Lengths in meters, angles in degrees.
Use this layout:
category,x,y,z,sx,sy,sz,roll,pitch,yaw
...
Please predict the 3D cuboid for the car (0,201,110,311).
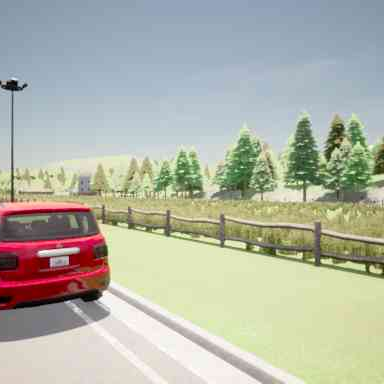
category,x,y,z,sx,sy,sz,roll,pitch,yaw
car,-3.772,1.224,7.545,2.150,2.045,5.566,0,0,-37
